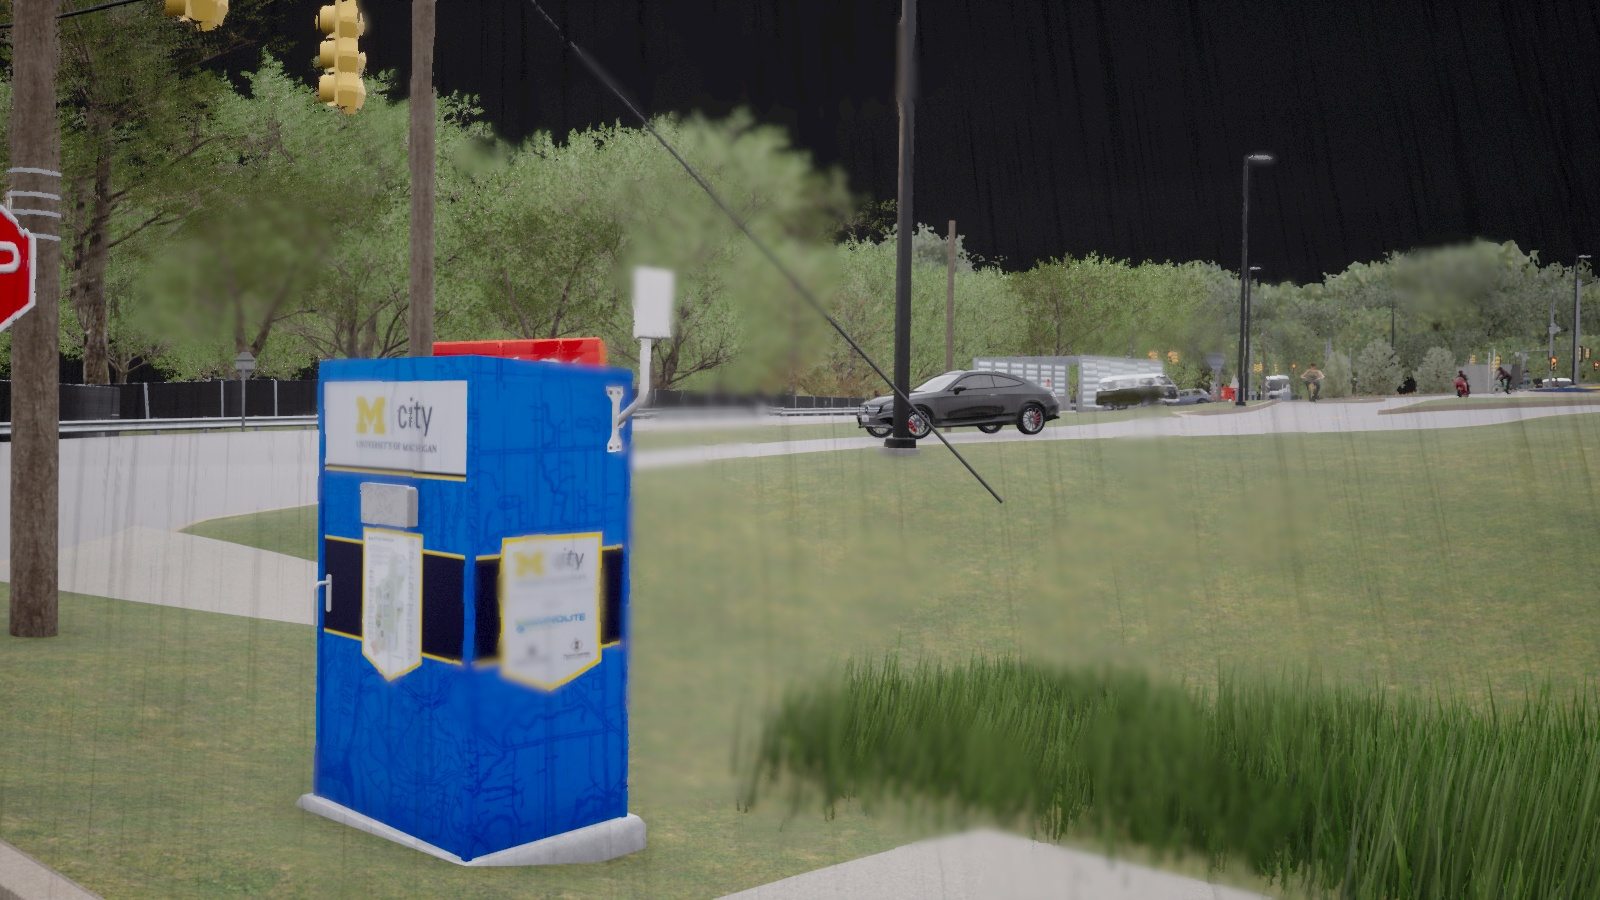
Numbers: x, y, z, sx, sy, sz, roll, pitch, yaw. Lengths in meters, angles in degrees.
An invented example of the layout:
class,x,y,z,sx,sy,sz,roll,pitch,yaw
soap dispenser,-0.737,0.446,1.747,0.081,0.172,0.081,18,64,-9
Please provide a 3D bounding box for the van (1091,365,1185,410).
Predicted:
class,x,y,z,sx,sy,sz,roll,pitch,yaw
van,18.689,-3.464,69.568,4.480,2.038,2.069,-4,0,45

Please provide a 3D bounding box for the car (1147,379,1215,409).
class,x,y,z,sx,sy,sz,roll,pitch,yaw
car,24.158,-3.544,79.661,3.806,1.475,1.970,-5,-1,24

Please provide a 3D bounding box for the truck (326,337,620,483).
class,x,y,z,sx,sy,sz,roll,pitch,yaw
truck,-6.408,-0.795,25.299,5.204,2.467,2.627,-4,1,-4

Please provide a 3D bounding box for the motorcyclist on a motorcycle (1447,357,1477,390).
class,x,y,z,sx,sy,sz,roll,pitch,yaw
motorcyclist on a motorcycle,32.935,-3.817,62.447,0.797,1.523,2.044,-6,-1,39

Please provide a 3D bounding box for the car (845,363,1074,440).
class,x,y,z,sx,sy,sz,roll,pitch,yaw
car,3.504,-1.083,27.467,4.674,1.442,1.812,-3,3,-24
